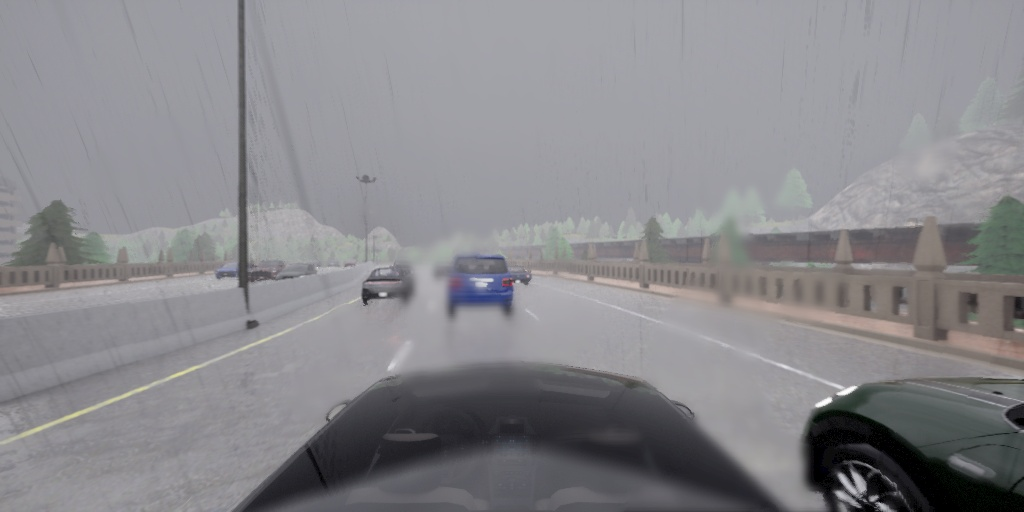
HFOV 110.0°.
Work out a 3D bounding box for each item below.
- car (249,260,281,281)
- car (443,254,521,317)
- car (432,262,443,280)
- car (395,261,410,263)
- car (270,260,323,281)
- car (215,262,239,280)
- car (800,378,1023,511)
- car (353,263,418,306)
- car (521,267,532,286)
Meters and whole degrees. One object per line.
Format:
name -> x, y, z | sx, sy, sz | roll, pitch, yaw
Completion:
car -> -20.411, 1.138, 30.275 | 2.097, 1.767, 4.553 | 0, 0, -19
car -> -1.283, 0.963, 13.316 | 2.150, 2.045, 5.566 | 0, 0, -9
car -> -5.762, 1.259, 31.113 | 1.812, 1.442, 4.674 | 0, 0, -18
car -> -10.261, 1.251, 33.481 | 1.837, 1.490, 4.892 | 0, 0, -19
car -> -15.086, 1.274, 25.406 | 1.837, 1.490, 4.892 | 0, 0, -18
car -> -24.911, 1.278, 32.480 | 1.882, 1.535, 5.008 | 0, 0, -20
car -> 3.363, 1.102, 0.930 | 2.097, 1.767, 4.553 | 0, 0, -2
car -> -5.327, 1.238, 15.934 | 2.128, 1.511, 4.902 | 0, 0, -11
car -> -0.178, 1.326, 24.851 | 1.895, 1.301, 4.718 | 0, 0, -15
